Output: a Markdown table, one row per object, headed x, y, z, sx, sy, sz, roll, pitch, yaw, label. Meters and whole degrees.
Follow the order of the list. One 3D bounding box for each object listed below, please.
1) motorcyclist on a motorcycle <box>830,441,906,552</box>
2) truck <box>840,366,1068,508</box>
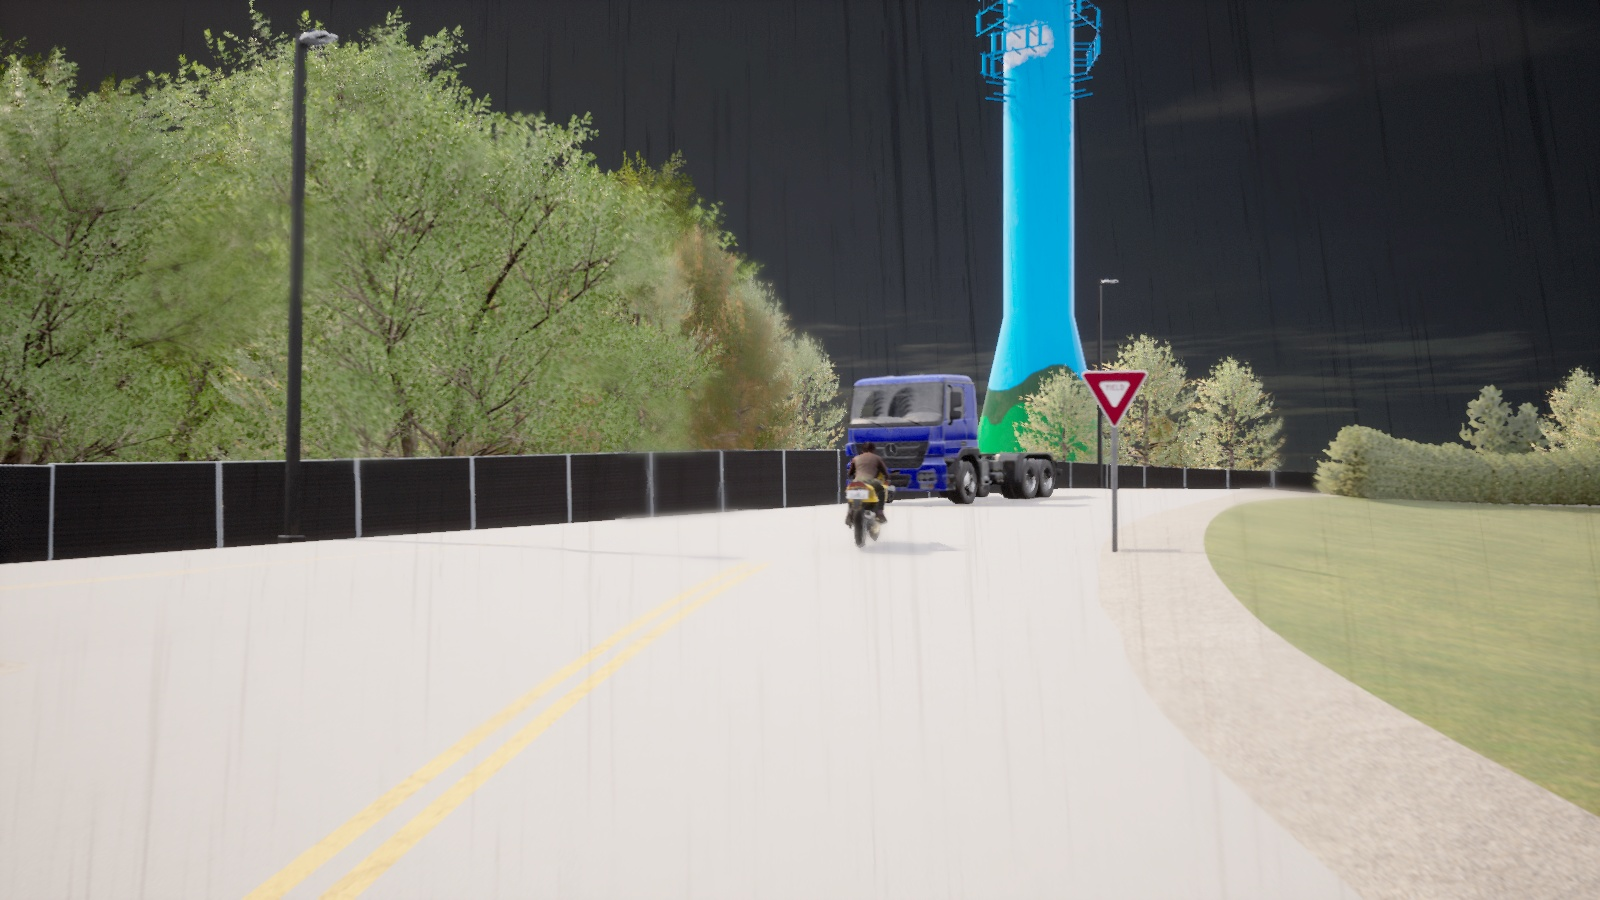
| x | y | z | sx | sy | sz | roll | pitch | yaw | label |
| --- | --- | --- | --- | --- | --- | --- | --- | --- | --- |
| 1.015 | 0.637 | 18.312 | 0.797 | 1.523 | 2.044 | 0 | 0 | 12 | motorcyclist on a motorcycle |
| 4.480 | -0.300 | 34.754 | 2.891 | 3.462 | 7.936 | -1 | 0 | 34 | truck |
